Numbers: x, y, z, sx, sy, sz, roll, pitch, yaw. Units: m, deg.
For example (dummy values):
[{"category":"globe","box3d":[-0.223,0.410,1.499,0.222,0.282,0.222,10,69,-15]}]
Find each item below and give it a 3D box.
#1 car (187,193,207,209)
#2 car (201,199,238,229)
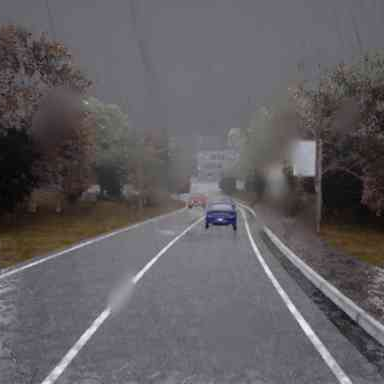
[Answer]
[{"category":"car","box3d":[0.720,1.119,42.237,2.150,2.045,5.566,1,0,5]},{"category":"car","box3d":[1.953,1.452,21.741,1.882,1.535,5.008,1,0,7]}]
